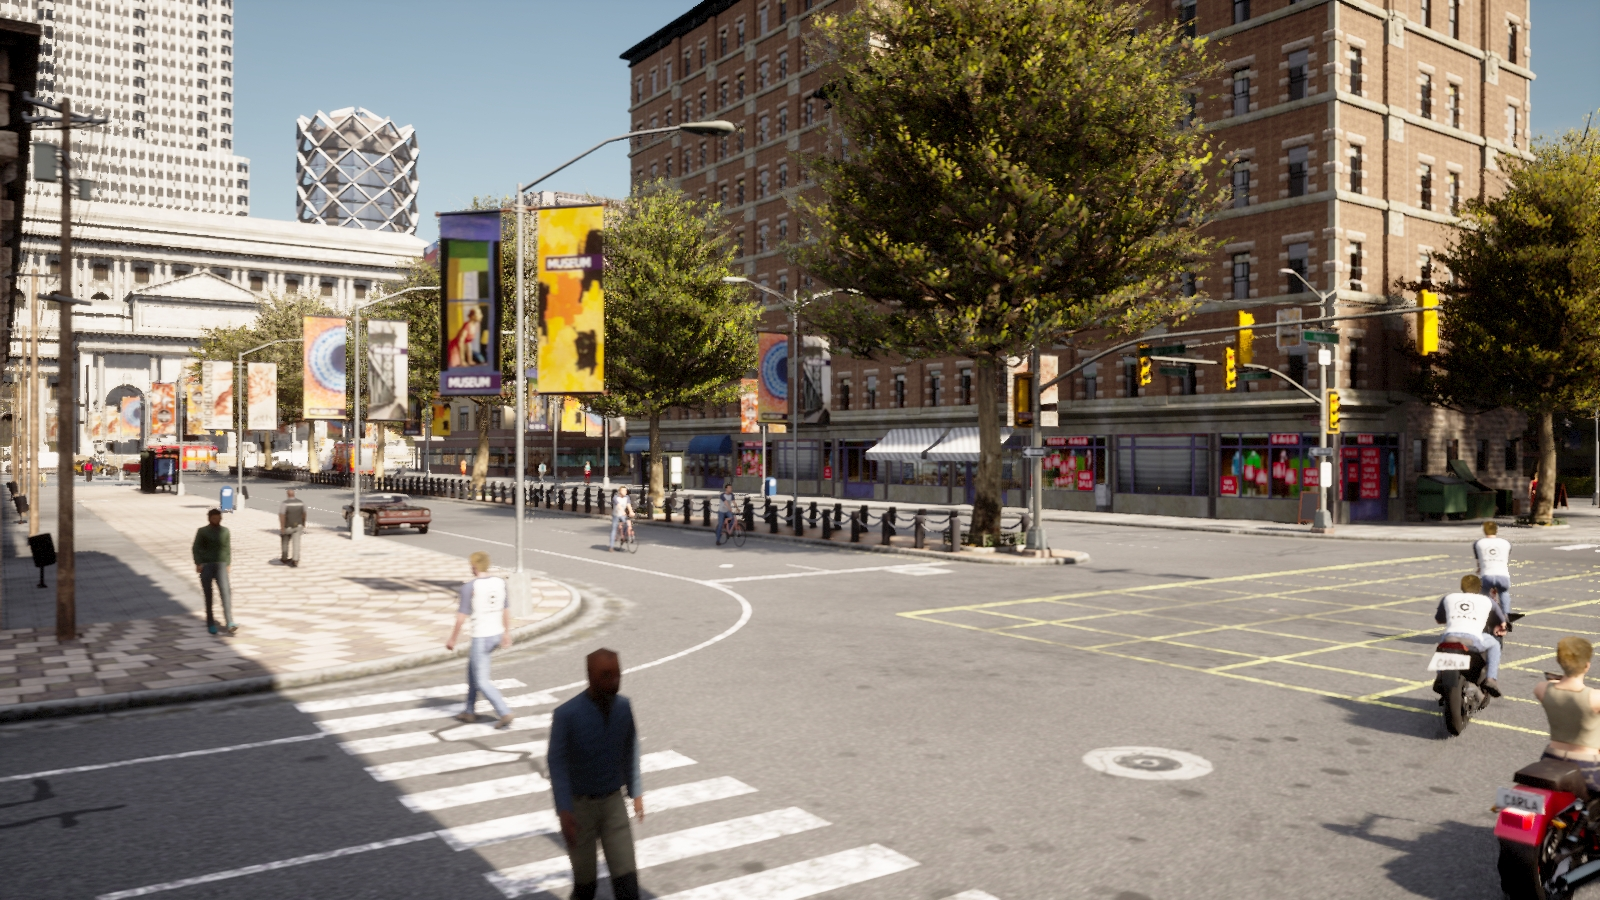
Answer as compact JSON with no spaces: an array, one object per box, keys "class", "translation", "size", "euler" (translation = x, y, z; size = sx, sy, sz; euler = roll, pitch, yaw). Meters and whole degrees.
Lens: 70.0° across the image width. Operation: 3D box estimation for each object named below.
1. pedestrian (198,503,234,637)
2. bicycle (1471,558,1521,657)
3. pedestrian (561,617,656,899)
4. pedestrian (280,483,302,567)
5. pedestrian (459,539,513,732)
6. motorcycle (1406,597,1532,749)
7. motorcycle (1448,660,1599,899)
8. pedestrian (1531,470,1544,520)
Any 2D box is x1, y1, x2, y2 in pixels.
[{"class":"pedestrian","translation":[-8.339,1.697,16.317],"size":[0.375,1.860,0.375],"euler":[0,0,-44]},{"class":"bicycle","translation":[9.889,2.208,16.255],"size":[0.373,1.196,1.643],"euler":[-3,-1,25]},{"class":"pedestrian","translation":[-1.015,1.849,6.029],"size":[0.375,1.860,0.375],"euler":[0,0,-33]},{"class":"pedestrian","translation":[-11.550,1.697,25.948],"size":[0.375,1.860,0.375],"euler":[0,0,-38]},{"class":"pedestrian","translation":[-3.167,1.849,11.536],"size":[0.375,1.860,0.375],"euler":[0,0,33]},{"class":"motorcycle","translation":[6.872,2.215,11.688],"size":[0.803,1.145,2.033],"euler":[0,0,39]},{"class":"motorcycle","translation":[5.186,2.171,7.424],"size":[2.356,1.277,0.764],"euler":[0,0,-35]},{"class":"pedestrian","translation":[27.915,1.702,43.246],"size":[0.375,1.860,0.375],"euler":[0,0,38]}]
